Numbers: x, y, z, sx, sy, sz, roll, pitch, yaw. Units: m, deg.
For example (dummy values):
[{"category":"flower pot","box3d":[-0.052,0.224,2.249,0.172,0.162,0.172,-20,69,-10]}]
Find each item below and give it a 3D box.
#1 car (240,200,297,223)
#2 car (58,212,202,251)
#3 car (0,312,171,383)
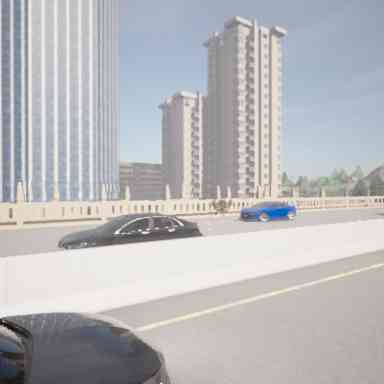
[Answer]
[{"category":"car","box3d":[5.872,1.422,25.379,5.008,1.535,1.882,0,0,-35]},{"category":"car","box3d":[-1.922,1.489,11.222,4.892,1.490,1.837,0,0,-35]},{"category":"car","box3d":[-2.415,1.508,2.024,4.892,1.490,1.837,0,0,-36]}]
